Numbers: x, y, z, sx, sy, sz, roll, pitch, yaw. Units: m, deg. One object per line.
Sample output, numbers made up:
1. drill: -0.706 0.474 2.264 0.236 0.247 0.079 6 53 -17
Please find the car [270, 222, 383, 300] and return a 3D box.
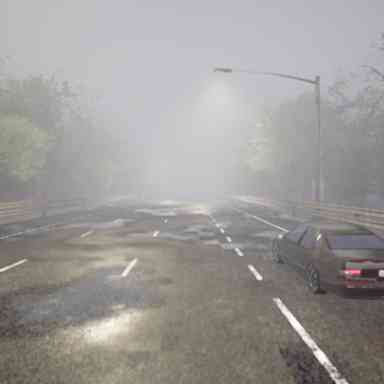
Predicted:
1. car: 3.466 1.485 8.460 2.033 1.411 5.357 0 0 0
